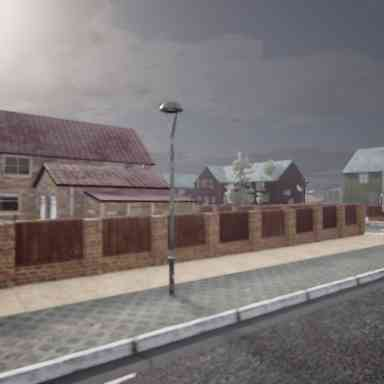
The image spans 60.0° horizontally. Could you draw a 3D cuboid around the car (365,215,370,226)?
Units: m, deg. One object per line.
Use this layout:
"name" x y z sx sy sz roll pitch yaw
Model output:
"car" 10.287 1.822 24.232 2.128 1.511 4.902 1 -2 -36
